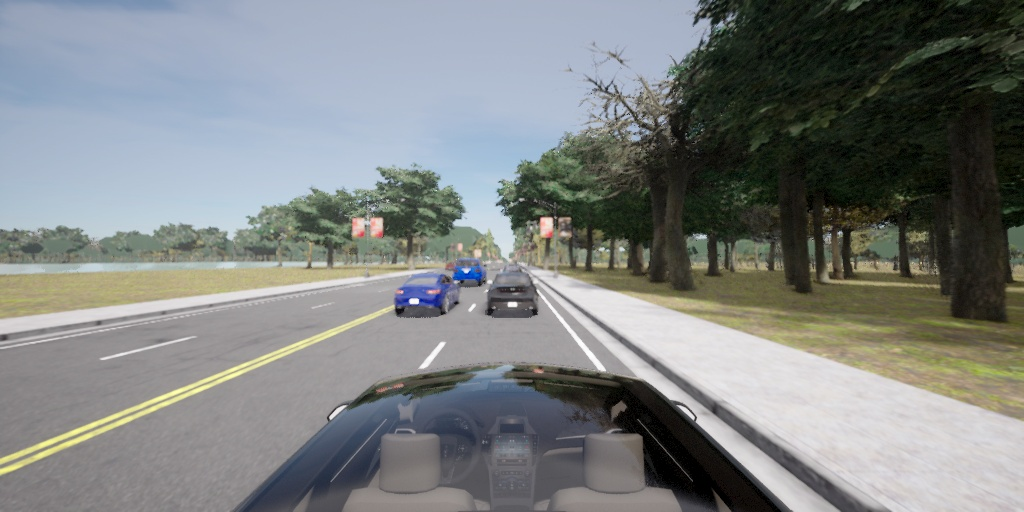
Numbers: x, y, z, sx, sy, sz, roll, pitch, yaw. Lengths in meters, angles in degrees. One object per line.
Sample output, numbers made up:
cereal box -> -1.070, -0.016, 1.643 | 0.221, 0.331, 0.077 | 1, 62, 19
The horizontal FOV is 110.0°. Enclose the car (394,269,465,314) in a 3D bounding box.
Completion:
car -> -3.211, 1.393, 14.219 | 1.812, 1.442, 4.674 | 0, -1, 1

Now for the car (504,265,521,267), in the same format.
car -> 0.037, 1.497, 29.285 | 2.128, 1.511, 4.902 | 0, 0, 0

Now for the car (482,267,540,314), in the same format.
car -> 0.039, 1.372, 14.291 | 1.837, 1.490, 4.892 | 0, 0, 0

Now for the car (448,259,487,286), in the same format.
car -> -3.223, 1.218, 28.114 | 2.150, 2.045, 5.566 | 0, 0, 0

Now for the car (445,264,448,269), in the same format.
car -> -9.813, 1.770, 59.466 | 1.882, 1.535, 5.008 | 0, -1, 1
